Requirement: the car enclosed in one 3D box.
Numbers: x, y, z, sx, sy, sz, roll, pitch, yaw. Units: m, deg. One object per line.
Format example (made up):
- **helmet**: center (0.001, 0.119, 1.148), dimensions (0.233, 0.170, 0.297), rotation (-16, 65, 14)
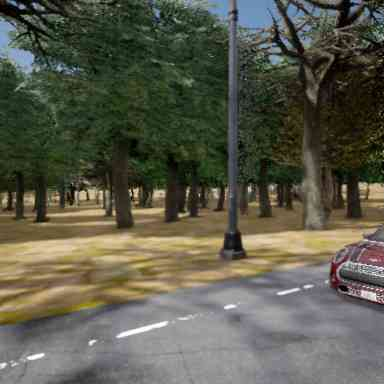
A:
- **car**: center (5.185, 1.361, 7.545), dimensions (4.553, 1.767, 2.097), rotation (0, 0, -34)
